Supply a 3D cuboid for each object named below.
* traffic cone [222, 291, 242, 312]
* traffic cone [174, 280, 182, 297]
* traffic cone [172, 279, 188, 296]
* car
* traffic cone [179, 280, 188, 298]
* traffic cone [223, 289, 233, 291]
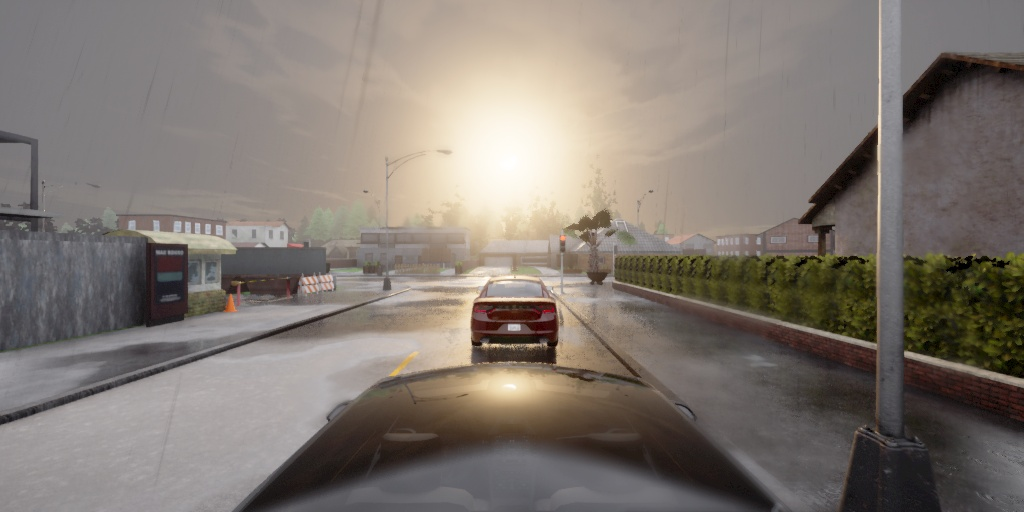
[{"bbox_3d":[-9.617,1.598,12.249,0.344,0.586,0.344,0,0,0],"label":"traffic cone"},{"bbox_3d":[-15.765,1.558,17.208,0.344,0.586,0.344,0,0,0],"label":"traffic cone"},{"bbox_3d":[-16.800,1.582,18.213,0.344,0.586,0.344,0,0,0],"label":"traffic cone"},{"bbox_3d":[0.081,1.228,9.402,1.882,1.535,5.008,0,0,1],"label":"car"},{"bbox_3d":[-15.197,1.561,16.845,0.344,0.586,0.344,0,0,0],"label":"traffic cone"},{"bbox_3d":[-10.335,1.568,12.773,0.344,0.586,0.344,0,0,0],"label":"traffic cone"}]
